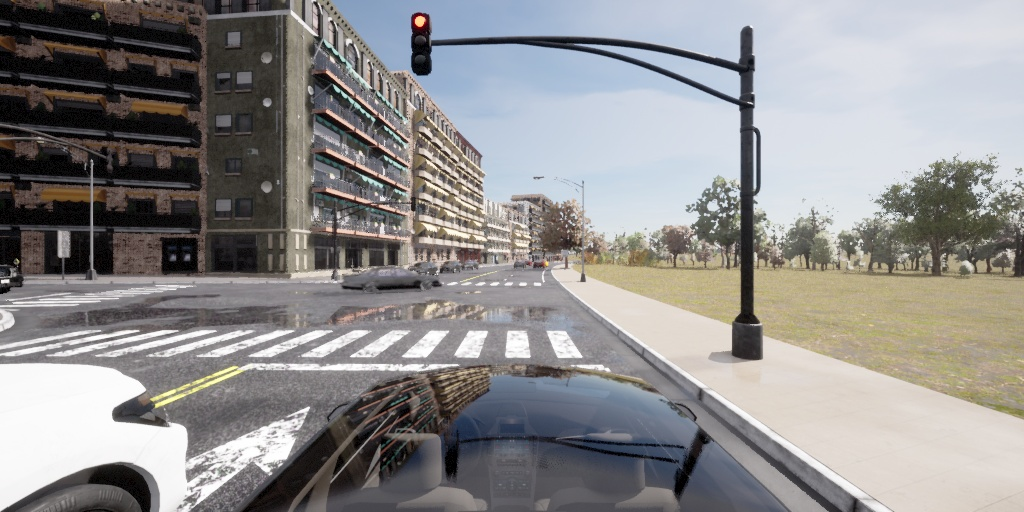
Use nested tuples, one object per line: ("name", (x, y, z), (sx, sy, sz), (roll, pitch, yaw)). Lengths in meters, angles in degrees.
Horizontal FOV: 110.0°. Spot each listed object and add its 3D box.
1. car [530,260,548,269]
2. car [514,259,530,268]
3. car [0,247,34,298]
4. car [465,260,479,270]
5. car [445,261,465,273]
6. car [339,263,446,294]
("car", (4.878, 1.414, 63.852), (1.882, 1.535, 5.008), (0, 0, 9))
("car", (1.445, 1.425, 63.823), (2.128, 1.511, 4.902), (0, 0, 9))
("car", (-23.174, 0.597, 13.759), (5.566, 2.045, 2.150), (2, -1, -17))
("car", (-6.396, 1.378, 54.942), (2.128, 1.511, 4.902), (0, 0, 7))
("car", (-7.584, 1.351, 44.622), (1.837, 1.490, 4.892), (0, 0, 6))
("car", (-6.742, 1.319, 20.165), (5.357, 1.411, 2.033), (0, 0, -29))
